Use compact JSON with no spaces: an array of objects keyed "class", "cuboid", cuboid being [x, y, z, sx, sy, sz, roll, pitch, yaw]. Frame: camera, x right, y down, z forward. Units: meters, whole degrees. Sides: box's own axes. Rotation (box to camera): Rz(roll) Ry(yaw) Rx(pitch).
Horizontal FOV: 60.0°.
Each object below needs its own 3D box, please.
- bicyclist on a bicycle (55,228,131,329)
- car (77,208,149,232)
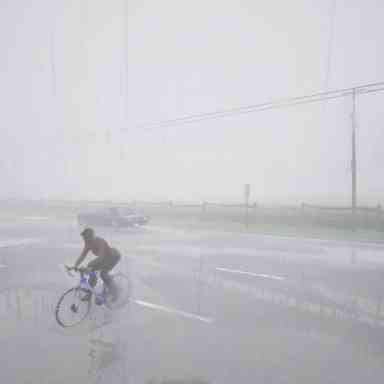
[{"class":"bicyclist on a bicycle","cuboid":[-1.710,1.455,5.950,0.582,1.620,1.656,0,2,35]},{"class":"car","cuboid":[-4.959,1.601,20.395,4.718,1.301,1.895,0,0,35]}]
